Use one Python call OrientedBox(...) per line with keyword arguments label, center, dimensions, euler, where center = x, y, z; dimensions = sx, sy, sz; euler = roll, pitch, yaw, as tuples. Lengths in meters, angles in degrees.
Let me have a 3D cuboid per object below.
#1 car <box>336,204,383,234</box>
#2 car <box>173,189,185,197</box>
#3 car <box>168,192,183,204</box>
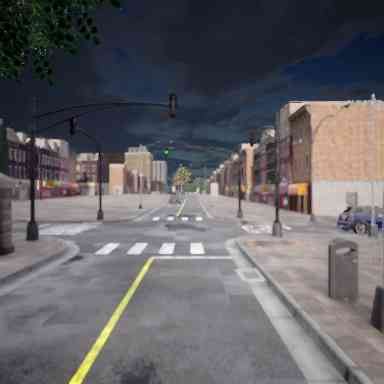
OrientedBox(label="car", center=(11.387, 1.641, 20.292), dimensions=(4.553, 1.767, 2.097), euler=(1, 0, 0))
OrientedBox(label="car", center=(-2.749, 0.362, 69.603), dimensions=(2.150, 2.045, 5.566), euler=(0, 1, 0))
OrientedBox(label="car", center=(-2.817, 1.198, 54.098), dimensions=(1.837, 1.490, 4.892), euler=(0, 1, 0))
